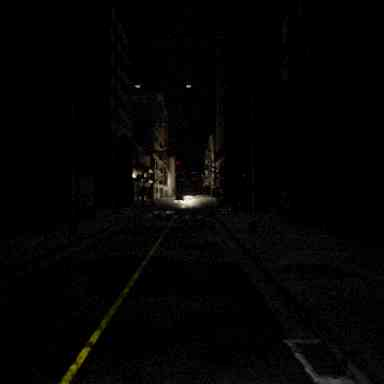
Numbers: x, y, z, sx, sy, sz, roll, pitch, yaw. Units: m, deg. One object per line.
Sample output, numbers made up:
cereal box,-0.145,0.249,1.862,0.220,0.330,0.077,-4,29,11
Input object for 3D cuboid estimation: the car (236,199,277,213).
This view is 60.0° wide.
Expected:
car,7.457,1.596,37.262,4.892,1.490,1.837,1,0,0

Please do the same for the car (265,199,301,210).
car,11.671,1.614,42.908,4.206,1.307,1.802,1,0,0

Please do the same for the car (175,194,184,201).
car,-2.979,1.271,78.313,1.882,1.535,5.008,0,0,0
